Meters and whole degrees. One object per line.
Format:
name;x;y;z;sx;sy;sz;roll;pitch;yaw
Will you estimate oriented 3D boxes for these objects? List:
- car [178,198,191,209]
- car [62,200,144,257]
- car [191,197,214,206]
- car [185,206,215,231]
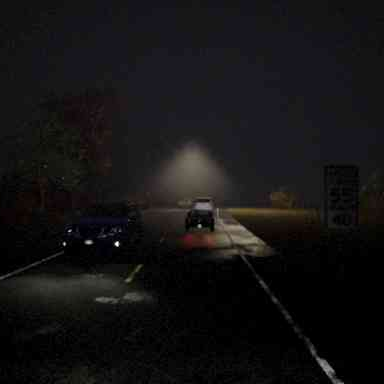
car;-1.008;1.755;55.603;2.097;1.767;4.553;0;-1;5
car;-3.422;1.372;13.990;2.150;2.045;5.566;0;-1;1
car;1.459;1.657;40.598;2.150;2.045;5.566;0;-1;4
car;0.544;1.849;22.761;1.895;1.301;4.718;0;-1;2
